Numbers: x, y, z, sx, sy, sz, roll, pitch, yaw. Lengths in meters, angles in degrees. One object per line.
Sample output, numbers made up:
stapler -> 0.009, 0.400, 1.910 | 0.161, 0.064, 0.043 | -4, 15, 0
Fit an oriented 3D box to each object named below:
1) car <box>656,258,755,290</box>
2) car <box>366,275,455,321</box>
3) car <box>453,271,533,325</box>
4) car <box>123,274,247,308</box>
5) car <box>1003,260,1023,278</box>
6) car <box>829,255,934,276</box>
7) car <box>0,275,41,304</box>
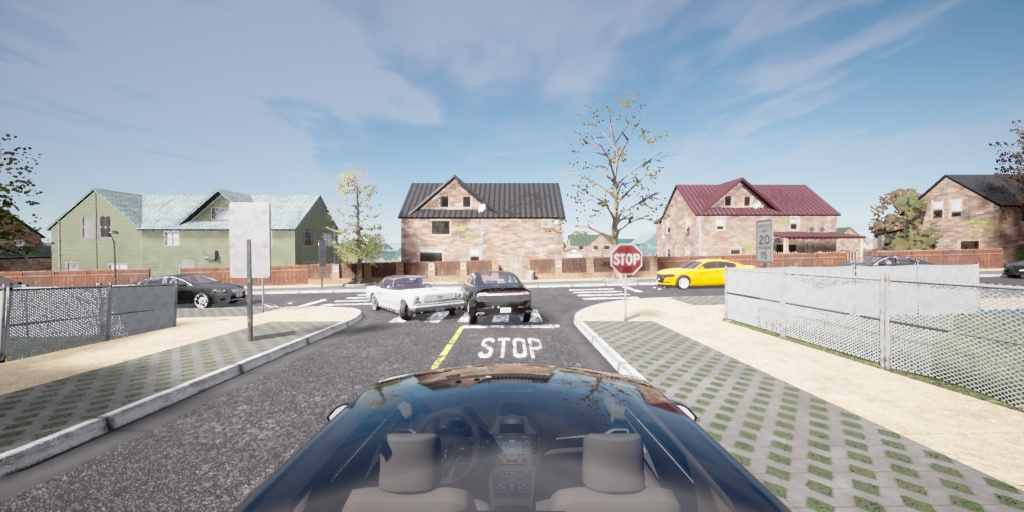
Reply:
car -> 10.391, 0.911, 19.348 | 5.008, 1.535, 1.882 | -1, 1, -1
car -> -3.595, 1.367, 12.844 | 1.895, 1.301, 4.718 | 0, 0, -38
car -> -0.678, 1.242, 11.983 | 2.128, 1.511, 4.902 | 0, 0, -12
car -> -14.892, 1.566, 16.347 | 4.902, 1.511, 2.128 | -1, 1, 0
car -> 29.699, 0.543, 19.441 | 4.181, 1.385, 1.994 | -1, 1, 0
car -> 19.821, 0.703, 19.416 | 4.902, 1.511, 2.128 | -1, 1, 0
car -> -24.230, 1.648, 16.312 | 4.553, 1.767, 2.097 | -1, 1, 0
